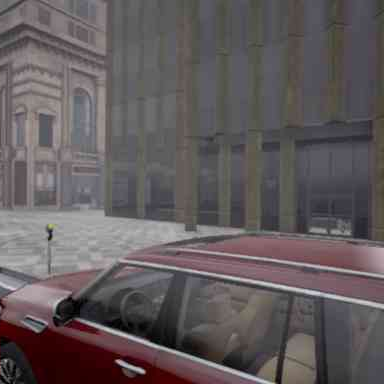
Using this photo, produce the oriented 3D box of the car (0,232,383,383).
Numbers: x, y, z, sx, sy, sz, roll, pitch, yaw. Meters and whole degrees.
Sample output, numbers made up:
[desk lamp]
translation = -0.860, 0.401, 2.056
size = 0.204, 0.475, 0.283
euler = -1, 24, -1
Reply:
[car]
translation = 0.248, 1.292, 2.797
size = 5.009, 1.841, 2.192
euler = 1, 0, 36
